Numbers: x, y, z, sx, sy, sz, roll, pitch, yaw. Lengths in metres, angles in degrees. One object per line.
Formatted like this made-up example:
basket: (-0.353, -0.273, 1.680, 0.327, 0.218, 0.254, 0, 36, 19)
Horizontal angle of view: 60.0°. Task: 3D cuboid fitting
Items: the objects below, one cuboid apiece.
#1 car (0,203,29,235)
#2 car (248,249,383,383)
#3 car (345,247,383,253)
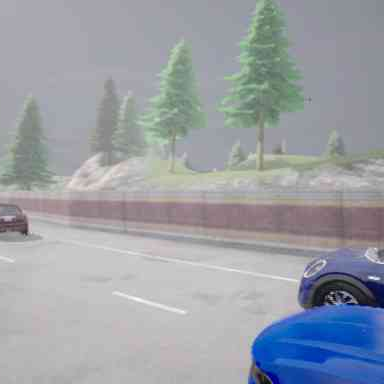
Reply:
car: (-10.628, 1.385, 17.972, 4.553, 1.767, 2.097, 0, 0, 44)
car: (2.785, 1.481, 2.090, 5.008, 1.535, 1.882, 0, 0, 35)
car: (4.157, 1.361, 5.411, 4.553, 1.767, 2.097, 0, 0, 36)
